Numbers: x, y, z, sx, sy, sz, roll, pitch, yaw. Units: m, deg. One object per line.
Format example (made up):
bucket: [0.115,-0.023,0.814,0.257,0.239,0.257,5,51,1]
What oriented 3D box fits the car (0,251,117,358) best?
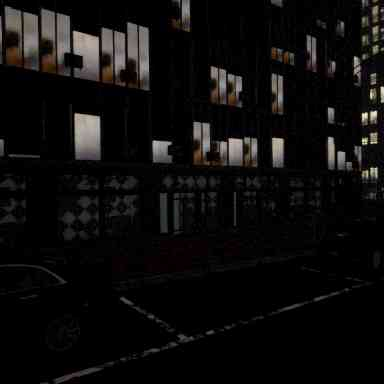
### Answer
car: [-3.218,1.551,4.407,4.403,1.369,2.008,0,-1,-35]

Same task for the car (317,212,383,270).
car: [5.958,1.547,10.985,4.507,1.381,1.887,0,-1,-35]

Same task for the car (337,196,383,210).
car: [20.550,1.294,40.840,1.752,1.417,4.829,-1,1,-35]

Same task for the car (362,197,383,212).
car: [18.051,1.459,34.333,1.994,1.385,4.181,-1,1,-35]
